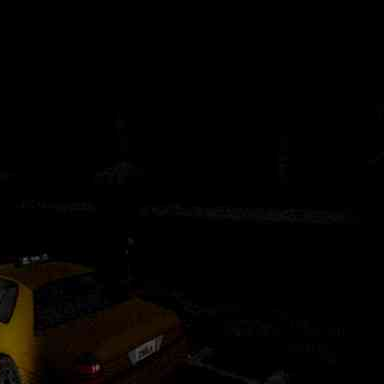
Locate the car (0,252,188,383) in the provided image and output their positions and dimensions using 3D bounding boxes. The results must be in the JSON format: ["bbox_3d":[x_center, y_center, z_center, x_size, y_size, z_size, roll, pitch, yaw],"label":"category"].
[{"bbox_3d":[-2.333,1.525,4.625,4.829,1.417,1.752,0,0,35],"label":"car"}]
